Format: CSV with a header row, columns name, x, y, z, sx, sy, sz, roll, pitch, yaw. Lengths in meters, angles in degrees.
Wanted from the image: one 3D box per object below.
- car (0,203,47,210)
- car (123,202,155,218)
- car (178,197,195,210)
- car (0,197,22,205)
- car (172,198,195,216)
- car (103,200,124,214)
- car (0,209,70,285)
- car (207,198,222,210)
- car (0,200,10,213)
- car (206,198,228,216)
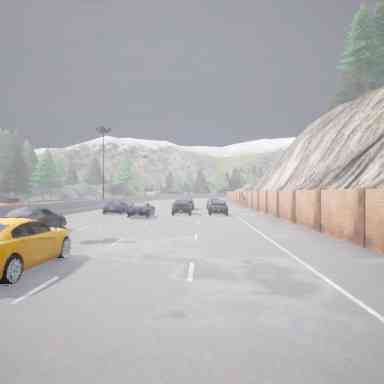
name,x,y,z,sx,sy,sz,roll,pitch,yaw
car,-8.428,1.525,17.802,1.812,1.442,4.674,0,0,2
car,-4.553,1.601,30.286,1.895,1.301,4.718,0,0,2
car,-0.659,1.477,43.474,1.882,1.535,5.008,0,0,2
car,-18.624,1.351,32.809,2.097,1.767,4.553,0,0,2
car,-0.970,1.505,33.034,1.837,1.490,4.892,0,0,1
car,-7.915,1.563,34.933,1.994,1.385,4.181,0,0,2
car,-5.176,1.477,9.495,1.882,1.535,5.008,0,0,2
car,2.834,1.525,43.227,1.812,1.442,4.674,0,0,2
car,-21.994,1.564,36.191,1.994,1.385,4.181,0,0,2
car,2.524,1.491,32.784,2.128,1.511,4.902,0,0,2
